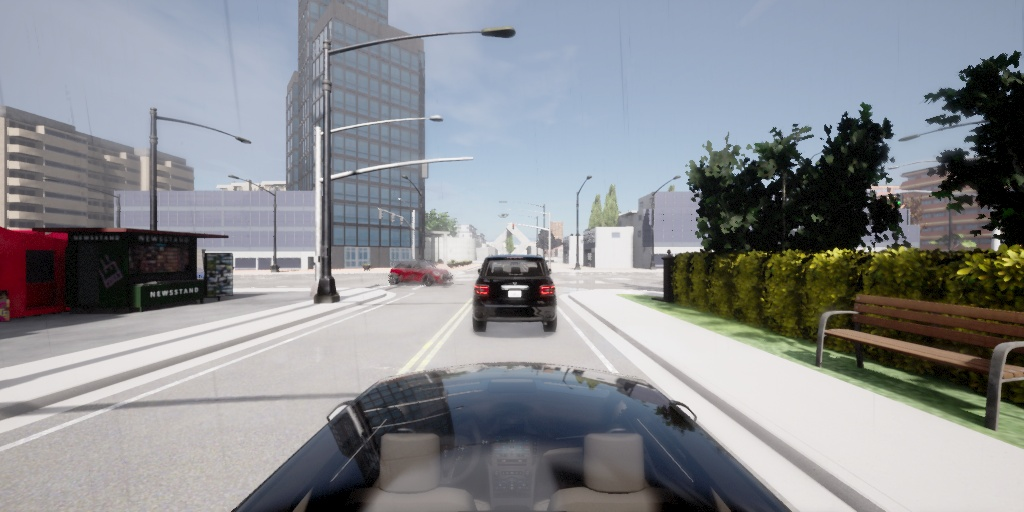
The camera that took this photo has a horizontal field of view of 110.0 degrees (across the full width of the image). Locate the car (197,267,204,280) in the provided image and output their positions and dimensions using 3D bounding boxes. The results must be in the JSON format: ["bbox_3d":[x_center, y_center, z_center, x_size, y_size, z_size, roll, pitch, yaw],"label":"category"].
[{"bbox_3d":[-23.599,1.486,26.044,5.357,1.411,2.033,-1,0,-1],"label":"car"}]

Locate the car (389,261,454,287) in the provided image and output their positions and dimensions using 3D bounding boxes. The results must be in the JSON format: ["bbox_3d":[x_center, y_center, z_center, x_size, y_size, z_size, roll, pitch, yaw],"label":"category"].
[{"bbox_3d":[-6.229,1.130,24.746,4.553,1.767,2.097,0,0,26],"label":"car"}]

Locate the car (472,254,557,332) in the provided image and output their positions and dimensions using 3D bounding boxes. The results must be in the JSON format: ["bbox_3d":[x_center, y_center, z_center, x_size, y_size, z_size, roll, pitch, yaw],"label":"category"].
[{"bbox_3d":[0.082,0.971,10.991,2.150,2.045,5.566,0,0,0],"label":"car"}]
